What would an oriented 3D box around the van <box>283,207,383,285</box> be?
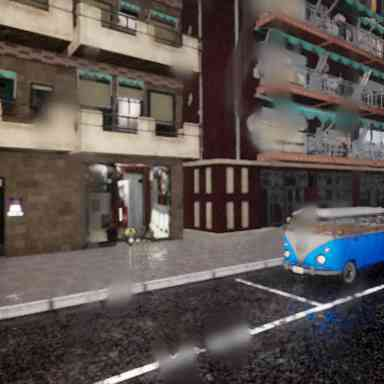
[{"bbox_3d":[4.231,1.326,9.138,3.998,1.788,1.690,0,-1,-36],"label":"van"}]
